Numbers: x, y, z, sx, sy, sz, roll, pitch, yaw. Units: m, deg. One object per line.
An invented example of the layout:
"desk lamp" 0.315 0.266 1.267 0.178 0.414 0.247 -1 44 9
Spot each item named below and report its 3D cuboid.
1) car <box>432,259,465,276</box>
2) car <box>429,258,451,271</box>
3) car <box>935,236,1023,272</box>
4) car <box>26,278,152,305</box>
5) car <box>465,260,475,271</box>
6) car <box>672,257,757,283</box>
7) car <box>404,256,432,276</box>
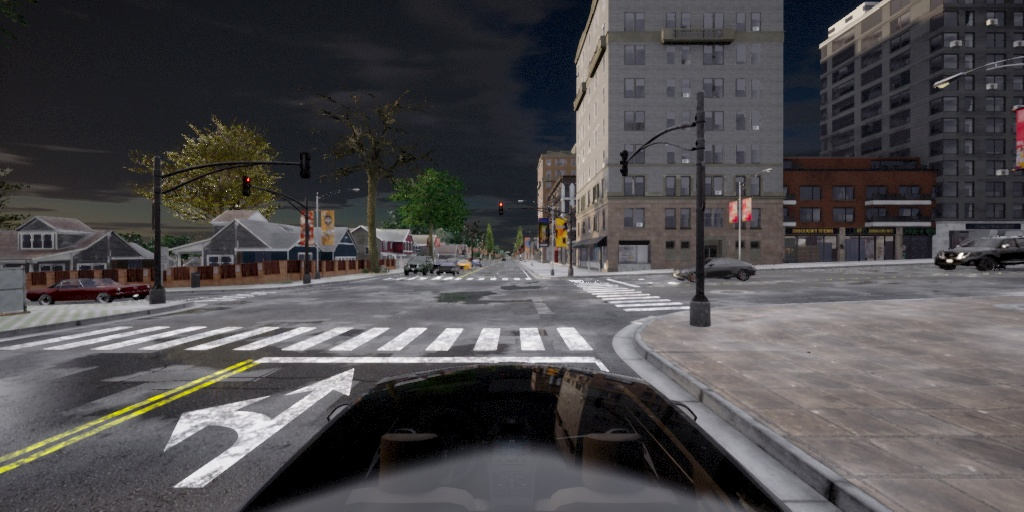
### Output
"car" -6.640 1.315 37.906 2.033 1.411 5.357 0 0 0
"car" -9.899 1.140 49.736 2.097 1.767 4.553 0 0 0
"car" 29.544 -0.142 21.961 5.566 2.045 2.150 -2 0 0
"car" -21.644 1.806 18.537 4.718 1.301 1.895 -2 0 0
"car" -6.650 1.263 48.688 1.882 1.535 5.008 0 0 0
"car" 12.284 0.818 21.894 4.674 1.442 1.812 -2 0 1
"car" -9.887 0.990 38.598 2.150 2.045 5.566 0 0 0
